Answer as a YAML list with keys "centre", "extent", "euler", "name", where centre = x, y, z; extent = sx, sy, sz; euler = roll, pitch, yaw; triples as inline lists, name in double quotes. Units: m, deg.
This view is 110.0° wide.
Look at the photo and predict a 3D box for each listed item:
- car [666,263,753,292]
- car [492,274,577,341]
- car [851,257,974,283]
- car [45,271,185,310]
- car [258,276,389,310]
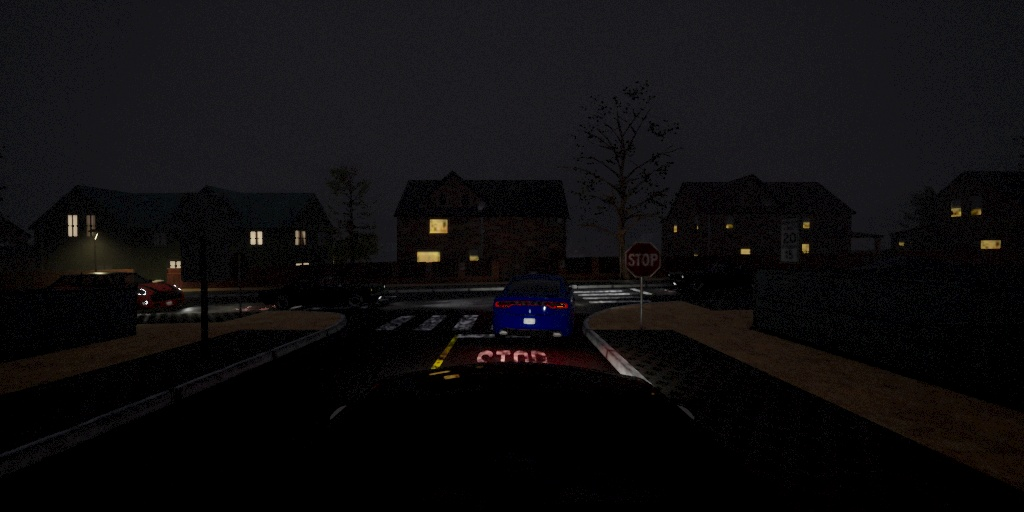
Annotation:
- centre: [10.407, 1.034, 18.152]
  extent: [4.718, 1.301, 1.895]
  euler: [-1, 1, -1]
  name: "car"
- centre: [0.784, 1.226, 10.015]
  extent: [1.882, 1.535, 5.008]
  euler: [0, 0, 10]
  name: "car"
- centre: [20.053, 0.753, 18.190]
  extent: [5.357, 1.411, 2.033]
  euler: [-1, 1, 0]
  name: "car"
- centre: [-16.802, 1.471, 15.213]
  extent: [4.553, 1.767, 2.097]
  euler: [-1, 1, 0]
  name: "car"
- centre: [-7.814, 1.506, 15.222]
  extent: [4.718, 1.301, 1.895]
  euler: [-1, 1, 0]
  name: "car"
